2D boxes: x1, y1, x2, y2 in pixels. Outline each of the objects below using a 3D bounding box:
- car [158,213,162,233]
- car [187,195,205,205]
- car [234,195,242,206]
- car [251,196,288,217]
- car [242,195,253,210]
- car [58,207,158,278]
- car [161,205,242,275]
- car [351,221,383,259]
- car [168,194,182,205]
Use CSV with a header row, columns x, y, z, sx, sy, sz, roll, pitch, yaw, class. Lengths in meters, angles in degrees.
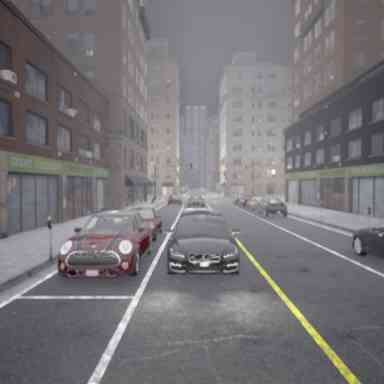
x,y,z,sx,sy,sz,roll,pitch,yaw,class
-2.275,1.370,15.201,1.802,1.307,4.206,-1,1,0,car
0.459,1.041,37.204,1.994,1.385,4.181,0,1,0,car
6.330,1.038,37.519,1.947,1.339,4.313,-1,1,0,car
6.296,1.182,26.348,2.008,1.369,4.403,-1,1,0,car
6.313,1.075,32.103,1.752,1.417,4.829,-1,1,0,car
-2.292,1.306,9.613,1.967,1.590,4.097,-1,1,0,car
0.286,1.366,9.985,1.837,1.490,4.892,0,1,0,car
6.247,1.417,9.592,2.008,1.369,4.403,-1,1,0,car
-2.199,0.936,43.126,1.887,1.381,4.507,-1,1,0,car
